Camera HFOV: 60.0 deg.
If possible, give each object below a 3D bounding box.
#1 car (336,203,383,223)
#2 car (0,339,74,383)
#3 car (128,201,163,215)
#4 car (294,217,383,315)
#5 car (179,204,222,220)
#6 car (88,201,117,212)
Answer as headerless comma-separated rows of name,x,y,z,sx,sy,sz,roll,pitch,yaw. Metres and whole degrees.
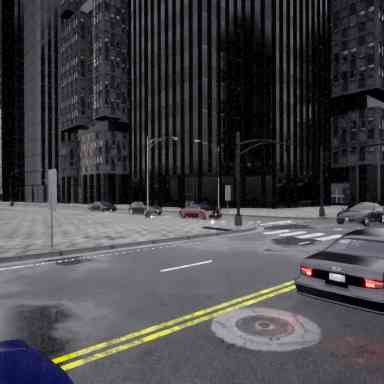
car,11.820,1.518,23.158,4.892,1.490,1.837,1,-1,-42
car,-2.676,1.601,1.154,4.718,1.301,1.895,0,0,-42
car,-5.151,1.781,36.486,1.837,1.490,4.892,0,0,-42
car,4.412,1.547,7.508,5.357,1.411,2.033,0,0,-42
car,0.697,1.750,29.944,1.994,1.385,4.181,0,0,-43
car,-11.945,1.929,44.087,2.033,1.411,5.357,0,0,-42
